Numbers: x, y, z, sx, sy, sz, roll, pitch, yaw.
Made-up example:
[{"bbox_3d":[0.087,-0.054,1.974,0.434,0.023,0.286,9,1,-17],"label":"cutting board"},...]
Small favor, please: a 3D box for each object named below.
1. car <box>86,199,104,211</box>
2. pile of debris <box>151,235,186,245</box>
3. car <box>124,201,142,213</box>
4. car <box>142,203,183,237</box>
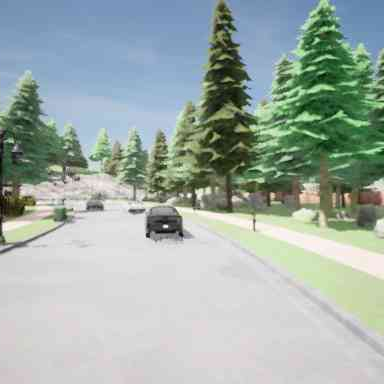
[{"bbox_3d":[-12.295,1.620,41.986,1.994,1.385,4.181,0,0,-22],"label":"car"},{"bbox_3d":[-1.110,2.184,15.140,1.500,0.140,1.860,0,0,-8],"label":"pile of debris"},{"bbox_3d":[-6.424,1.635,37.009,1.895,1.301,4.718,0,0,-19],"label":"car"},{"bbox_3d":[-1.637,1.490,18.267,1.882,1.535,5.008,0,0,-9],"label":"car"}]
